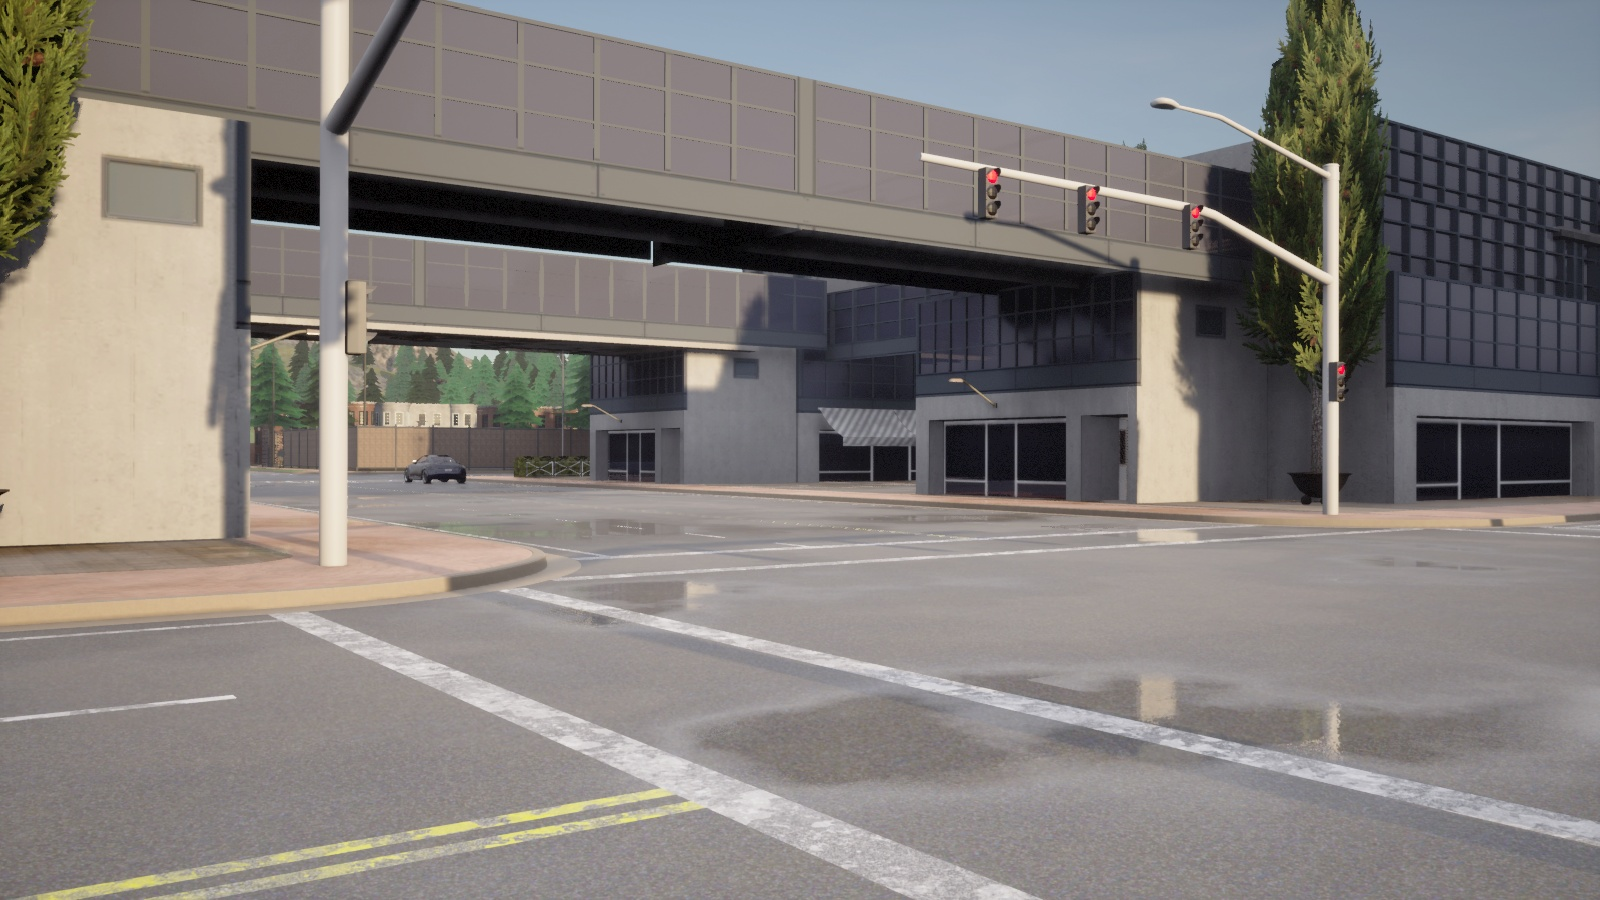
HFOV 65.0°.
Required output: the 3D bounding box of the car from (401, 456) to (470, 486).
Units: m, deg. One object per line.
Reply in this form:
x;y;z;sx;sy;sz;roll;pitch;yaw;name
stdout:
-17.685;0.995;60.802;1.994;1.385;4.181;0;0;-34;car
